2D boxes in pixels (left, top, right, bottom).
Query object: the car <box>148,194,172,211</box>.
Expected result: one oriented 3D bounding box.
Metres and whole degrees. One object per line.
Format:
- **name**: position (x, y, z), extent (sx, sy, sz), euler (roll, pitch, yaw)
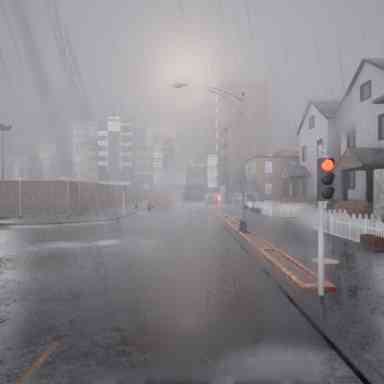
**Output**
- **car**: position (-4.088, 1.221, 41.156), extent (2.150, 2.045, 5.566), euler (0, 0, 0)
